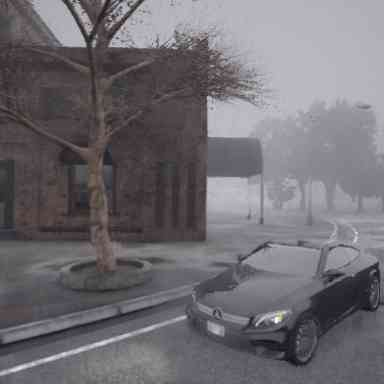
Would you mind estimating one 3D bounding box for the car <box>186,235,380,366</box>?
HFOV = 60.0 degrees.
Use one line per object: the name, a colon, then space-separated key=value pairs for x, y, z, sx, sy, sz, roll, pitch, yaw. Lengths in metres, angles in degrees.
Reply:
car: x=1.961 y=1.574 z=6.095 sx=1.812 sy=1.442 sz=4.674 roll=0 pitch=0 yaw=45
